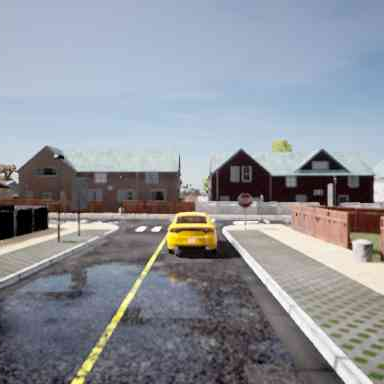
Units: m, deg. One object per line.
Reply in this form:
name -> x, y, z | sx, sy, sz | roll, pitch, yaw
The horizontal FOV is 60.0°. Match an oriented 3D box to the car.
car -> 0.009, 1.611, 14.470 | 1.882, 1.535, 5.008 | 0, 0, 0
